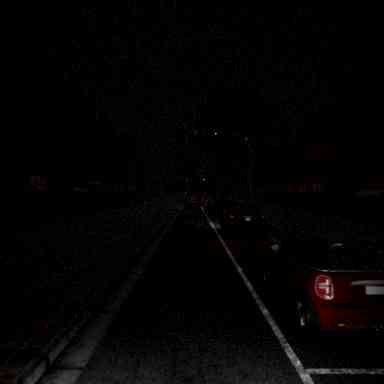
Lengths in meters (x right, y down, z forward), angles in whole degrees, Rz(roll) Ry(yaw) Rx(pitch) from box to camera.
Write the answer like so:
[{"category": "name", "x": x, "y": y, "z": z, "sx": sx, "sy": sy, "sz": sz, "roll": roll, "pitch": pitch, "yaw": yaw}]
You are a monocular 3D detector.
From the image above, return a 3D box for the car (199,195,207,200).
[{"category": "car", "x": 2.665, "y": 1.341, "z": 84.387, "sx": 1.947, "sy": 1.339, "sz": 4.313, "roll": 0, "pitch": 0, "yaw": 0}]

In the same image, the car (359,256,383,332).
[{"category": "car", "x": 2.634, "y": 1.441, "z": 1.189, "sx": 1.967, "sy": 1.590, "sz": 4.097, "roll": 0, "pitch": 0, "yaw": 0}]

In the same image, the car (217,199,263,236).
[{"category": "car", "x": 2.756, "y": 1.359, "z": 18.481, "sx": 2.097, "sy": 1.767, "sz": 4.553, "roll": 0, "pitch": 0, "yaw": 0}]

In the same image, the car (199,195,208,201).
[{"category": "car", "x": 2.664, "y": 1.354, "z": 78.840, "sx": 2.008, "sy": 1.369, "sz": 4.403, "roll": 0, "pitch": 0, "yaw": 0}]

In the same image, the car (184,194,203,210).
[{"category": "car", "x": 0.077, "y": 1.435, "z": 41.406, "sx": 1.882, "sy": 1.535, "sz": 5.008, "roll": 0, "pitch": 0, "yaw": 0}]

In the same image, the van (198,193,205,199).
[{"category": "van", "x": 2.669, "y": 1.059, "z": 95.477, "sx": 1.690, "sy": 1.788, "sz": 3.998, "roll": 0, "pitch": 0, "yaw": 0}]

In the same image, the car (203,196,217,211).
[{"category": "car", "x": 2.650, "y": 1.528, "z": 40.018, "sx": 1.947, "sy": 1.339, "sz": 4.313, "roll": 0, "pitch": 0, "yaw": 0}]

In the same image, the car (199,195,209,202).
[{"category": "car", "x": 2.662, "y": 1.383, "z": 73.295, "sx": 2.008, "sy": 1.369, "sz": 4.403, "roll": 0, "pitch": 0, "yaw": 0}]

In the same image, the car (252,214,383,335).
[{"category": "car", "x": 2.636, "y": 1.446, "z": 6.736, "sx": 1.967, "sy": 1.590, "sz": 4.097, "roll": 0, "pitch": 0, "yaw": 0}]

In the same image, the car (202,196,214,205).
[{"category": "car", "x": 2.655, "y": 1.426, "z": 56.825, "sx": 1.752, "sy": 1.417, "sz": 4.829, "roll": 0, "pitch": 0, "yaw": 0}]

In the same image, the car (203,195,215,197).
[{"category": "car", "x": 2.652, "y": 1.467, "z": 45.734, "sx": 1.752, "sy": 1.417, "sz": 4.829, "roll": 0, "pitch": 0, "yaw": 0}]

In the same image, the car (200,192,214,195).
[{"category": "car", "x": 2.653, "y": 1.237, "z": 51.109, "sx": 2.192, "sy": 1.841, "sz": 5.009, "roll": 0, "pitch": 0, "yaw": 0}]
